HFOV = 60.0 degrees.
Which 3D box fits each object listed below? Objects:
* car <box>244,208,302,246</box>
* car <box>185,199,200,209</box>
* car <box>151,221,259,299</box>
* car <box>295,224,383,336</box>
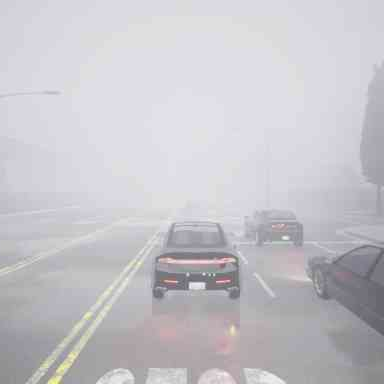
[{"bbox_3d":[3.579,1.505,15.157,1.837,1.490,4.892,0,0,0],"label":"car"},{"bbox_3d":[0.038,1.601,44.148,1.895,1.301,4.718,0,0,0],"label":"car"},{"bbox_3d":[0.089,1.492,8.459,2.128,1.511,4.902,0,0,0],"label":"car"},{"bbox_3d":[3.593,1.547,5.410,2.033,1.411,5.357,0,0,0],"label":"car"}]
